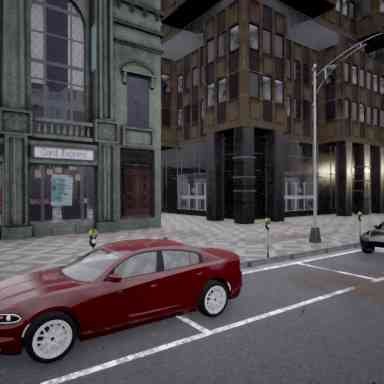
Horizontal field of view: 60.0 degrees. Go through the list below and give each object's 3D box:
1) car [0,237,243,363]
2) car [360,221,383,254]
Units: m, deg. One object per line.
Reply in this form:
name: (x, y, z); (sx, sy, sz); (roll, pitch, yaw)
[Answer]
car: (-1.116, 1.545, 5.856); (4.507, 1.381, 1.887); (0, 0, -36)
car: (8.059, 1.566, 12.406); (4.313, 1.339, 1.947); (0, 0, -36)
